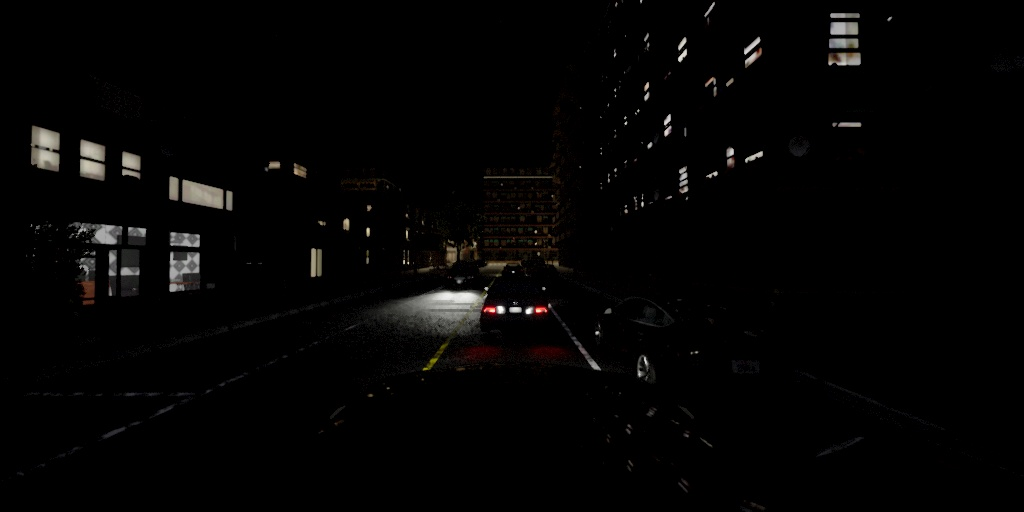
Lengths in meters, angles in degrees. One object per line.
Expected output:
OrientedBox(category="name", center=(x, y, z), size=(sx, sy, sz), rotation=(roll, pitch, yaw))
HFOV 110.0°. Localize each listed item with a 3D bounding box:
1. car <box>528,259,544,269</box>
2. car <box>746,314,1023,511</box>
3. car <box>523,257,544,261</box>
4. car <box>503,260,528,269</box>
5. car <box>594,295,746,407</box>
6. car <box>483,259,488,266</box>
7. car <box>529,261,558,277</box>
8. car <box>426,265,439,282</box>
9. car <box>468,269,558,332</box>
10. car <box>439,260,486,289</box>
OrientedBox(category="car", center=(2.695, 1.278, 34.825), size=(1.751, 1.417, 4.829), rotation=(0, 0, 0))
OrientedBox(category="car", center=(2.691, 1.190, 0.536), size=(1.967, 1.591, 4.097), rotation=(0, 0, 0))
OrientedBox(category="car", center=(2.695, 1.069, 40.343), size=(2.192, 1.841, 5.009), rotation=(0, 0, 0))
OrientedBox(category="car", center=(0.104, 1.316, 32.287), size=(1.994, 1.385, 4.181), rotation=(0, 0, 0))
OrientedBox(category="car", center=(2.692, 1.316, 6.223), size=(1.948, 1.339, 4.313), rotation=(0, 0, 0))
OrientedBox(category="car", center=(-5.649, 1.329, 63.031), size=(1.948, 1.339, 4.313), rotation=(0, 0, 0))
OrientedBox(category="car", center=(2.694, 1.302, 28.969), size=(2.007, 1.370, 4.403), rotation=(0, 0, 0))
OrientedBox(category="car", center=(-5.654, 1.277, 28.742), size=(1.751, 1.417, 4.829), rotation=(0, 0, 0))
OrientedBox(category="car", center=(0.096, 1.297, 10.841), size=(2.033, 1.411, 5.357), rotation=(0, 0, 0))
OrientedBox(category="car", center=(-3.098, 1.242, 23.510), size=(2.128, 1.511, 4.902), rotation=(0, 0, 0))
